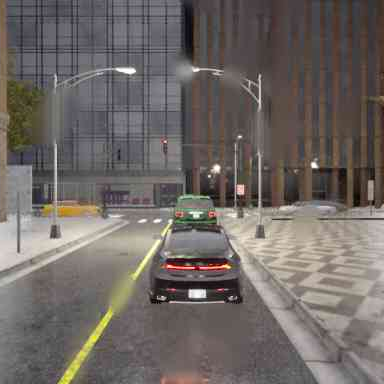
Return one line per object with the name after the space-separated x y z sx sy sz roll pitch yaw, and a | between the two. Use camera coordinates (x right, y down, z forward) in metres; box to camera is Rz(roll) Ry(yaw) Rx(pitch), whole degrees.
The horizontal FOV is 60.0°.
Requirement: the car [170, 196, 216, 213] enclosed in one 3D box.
0.040 1.218 18.134 2.150 2.045 5.566 0 0 -3 | car

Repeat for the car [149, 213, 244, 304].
0.082 1.504 8.143 1.837 1.490 4.892 0 0 0 | car

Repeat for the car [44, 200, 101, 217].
-10.753 1.520 30.107 5.008 1.535 1.882 0 0 3 | car

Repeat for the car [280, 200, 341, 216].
10.560 1.560 30.315 4.718 1.301 1.895 0 0 0 | car

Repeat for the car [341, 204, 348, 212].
12.734 1.486 33.515 5.357 1.411 2.033 0 0 0 | car
